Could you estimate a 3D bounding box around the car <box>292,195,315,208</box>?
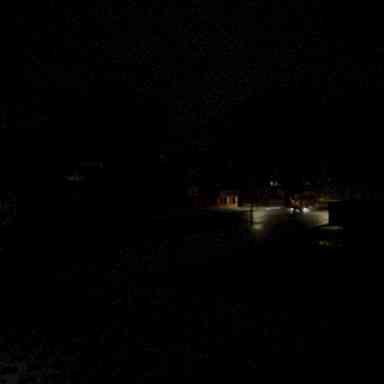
[{"bbox_3d":[15.401,1.257,45.909,2.097,1.767,4.553,0,0,36],"label":"car"}]
